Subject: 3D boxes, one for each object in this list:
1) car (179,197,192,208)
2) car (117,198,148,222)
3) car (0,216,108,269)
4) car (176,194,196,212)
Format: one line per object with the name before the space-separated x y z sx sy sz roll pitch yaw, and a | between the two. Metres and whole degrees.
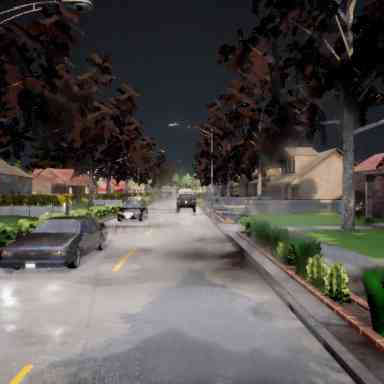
car | -0.899 1.541 49.029 1.812 1.442 4.674 0 0 -1
car | -4.581 1.500 26.056 2.128 1.511 4.902 0 0 -1
car | -4.303 1.551 11.415 2.033 1.411 5.357 0 0 -1
car | -0.671 1.232 38.769 2.150 2.045 5.566 0 0 -1
